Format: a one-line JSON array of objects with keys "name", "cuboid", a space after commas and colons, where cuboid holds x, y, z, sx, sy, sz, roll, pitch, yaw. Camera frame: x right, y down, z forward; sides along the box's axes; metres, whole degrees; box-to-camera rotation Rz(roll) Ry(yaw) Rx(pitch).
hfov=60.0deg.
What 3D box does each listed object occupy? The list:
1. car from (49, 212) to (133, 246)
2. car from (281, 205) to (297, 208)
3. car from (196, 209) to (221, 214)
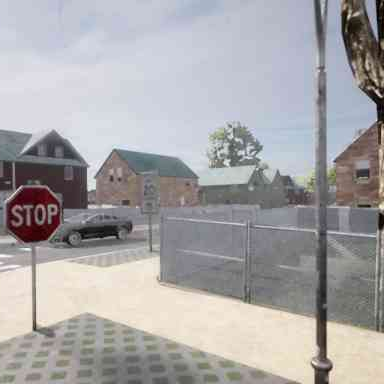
[{"name": "car", "cuboid": [-5.226, 1.803, 17.054, 2.128, 1.511, 4.902, -2, -3, 37]}, {"name": "car", "cuboid": [11.890, 2.352, 41.049, 2.097, 1.767, 4.553, -2, -2, 36]}, {"name": "car", "cuboid": [1.216, 2.097, 26.066, 1.812, 1.442, 4.674, -2, -2, 35]}]
